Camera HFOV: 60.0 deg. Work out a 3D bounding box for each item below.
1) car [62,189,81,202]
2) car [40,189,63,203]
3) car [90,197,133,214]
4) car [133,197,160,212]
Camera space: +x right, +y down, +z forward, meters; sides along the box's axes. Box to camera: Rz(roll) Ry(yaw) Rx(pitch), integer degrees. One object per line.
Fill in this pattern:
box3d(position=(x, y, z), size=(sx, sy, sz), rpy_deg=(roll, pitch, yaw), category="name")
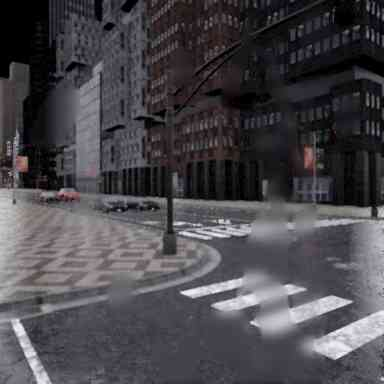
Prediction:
box3d(position=(-19.236, 0.474, 52.188), size=(2.150, 2.045, 5.566), rpy_deg=(0, 1, -36), category="car")
box3d(position=(-20.935, 0.754, 48.969), size=(1.882, 1.535, 5.008), rpy_deg=(0, 1, -36), category="car")
box3d(position=(-7.797, 1.156, 30.748), size=(2.033, 1.411, 5.357), rpy_deg=(0, 1, -36), category="car")
box3d(position=(-5.134, 1.153, 32.607), size=(2.033, 1.411, 5.357), rpy_deg=(0, 1, -36), category="car")
